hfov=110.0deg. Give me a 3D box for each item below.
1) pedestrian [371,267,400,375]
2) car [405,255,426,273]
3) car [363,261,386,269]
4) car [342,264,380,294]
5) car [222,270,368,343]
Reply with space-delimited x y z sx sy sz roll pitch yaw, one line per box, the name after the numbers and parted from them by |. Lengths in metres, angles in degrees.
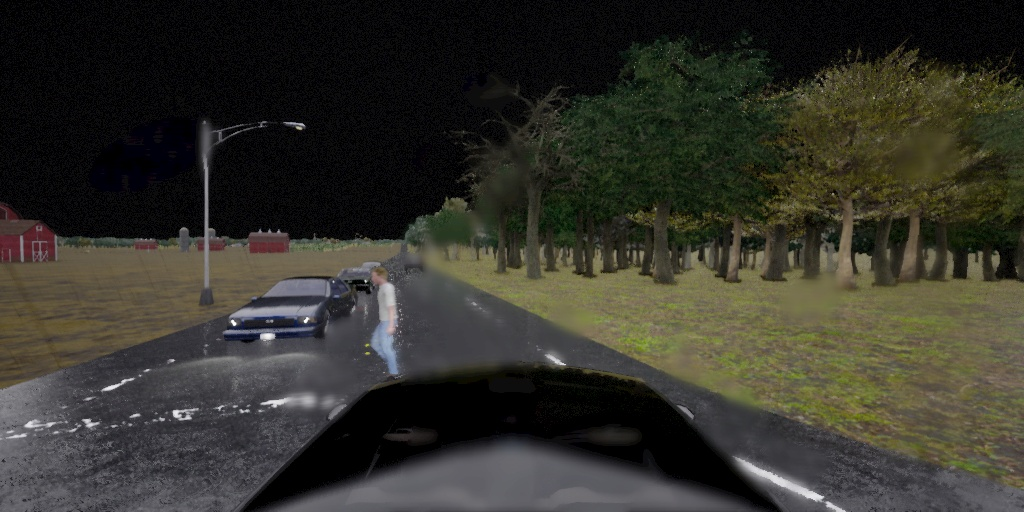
-1.992 1.039 5.708 0.375 1.860 0.375 -2 3 -16 | pedestrian
-11.368 0.846 42.132 2.150 2.045 5.566 0 0 -16 | car
-11.420 1.193 29.348 1.837 1.490 4.892 0 0 -16 | car
-8.535 1.322 19.588 1.895 1.301 4.718 0 0 -17 | car
-5.680 1.286 10.068 2.033 1.411 5.357 0 0 -13 | car
